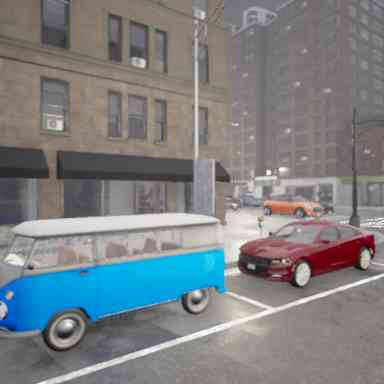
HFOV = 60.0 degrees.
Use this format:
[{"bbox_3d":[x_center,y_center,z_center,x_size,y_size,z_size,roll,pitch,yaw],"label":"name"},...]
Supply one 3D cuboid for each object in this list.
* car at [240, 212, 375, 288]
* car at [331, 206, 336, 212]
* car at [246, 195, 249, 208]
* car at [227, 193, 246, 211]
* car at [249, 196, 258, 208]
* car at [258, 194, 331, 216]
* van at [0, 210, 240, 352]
[{"bbox_3d":[3.222,1.470,9.054,4.507,1.381,1.887,-1,1,-35],"label":"car"},{"bbox_3d":[9.330,1.171,28.311,2.033,1.411,5.357,0,0,-35],"label":"car"},{"bbox_3d":[3.571,0.910,36.498,2.097,1.767,4.553,0,0,-35],"label":"car"},{"bbox_3d":[2.534,1.067,32.321,2.128,1.511,4.902,0,0,-35],"label":"car"},{"bbox_3d":[5.998,1.102,39.006,2.033,1.411,5.357,0,0,-35],"label":"car"},{"bbox_3d":[7.603,0.986,25.119,2.097,1.767,4.553,0,0,-35],"label":"car"},{"bbox_3d":[-1.241,1.319,5.868,3.998,1.788,1.690,-1,1,-35],"label":"van"}]
